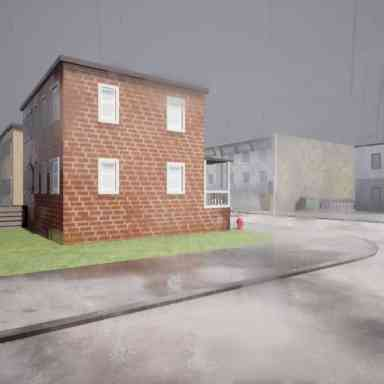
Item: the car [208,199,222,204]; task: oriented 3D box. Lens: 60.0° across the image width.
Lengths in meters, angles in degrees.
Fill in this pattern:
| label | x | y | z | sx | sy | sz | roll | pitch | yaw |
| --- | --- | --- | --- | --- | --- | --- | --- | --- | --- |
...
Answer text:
| label | x | y | z | sx | sy | sz | roll | pitch | yaw |
| --- | --- | --- | --- | --- | --- | --- | --- | --- | --- |
| car | 2.141 | 1.526 | 36.543 | 1.812 | 1.442 | 4.674 | 0 | 0 | -35 |
